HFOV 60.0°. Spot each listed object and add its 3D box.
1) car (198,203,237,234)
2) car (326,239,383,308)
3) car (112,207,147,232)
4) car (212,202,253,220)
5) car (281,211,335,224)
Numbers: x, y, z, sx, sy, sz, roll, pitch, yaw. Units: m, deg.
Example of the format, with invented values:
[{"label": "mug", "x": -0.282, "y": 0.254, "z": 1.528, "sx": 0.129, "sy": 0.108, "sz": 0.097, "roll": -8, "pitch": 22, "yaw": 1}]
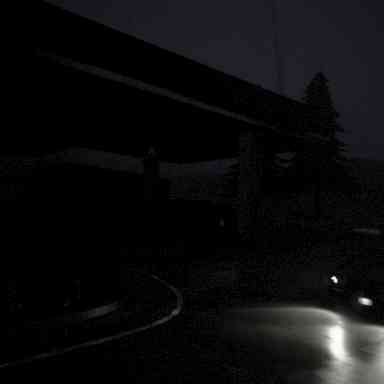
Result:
[{"label": "car", "x": 2.134, "y": 1.849, "z": 23.478, "sx": 1.905, "sy": 1.878, "sz": 3.866, "roll": 2, "pitch": -1, "yaw": -37}, {"label": "car", "x": 5.487, "y": 1.824, "z": 8.200, "sx": 5.357, "sy": 1.411, "sz": 2.033, "roll": 2, "pitch": -3, "yaw": -38}, {"label": "car", "x": -5.000, "y": 1.880, "z": 23.510, "sx": 2.242, "sy": 1.667, "sz": 4.611, "roll": 2, "pitch": -1, "yaw": -37}, {"label": "car", "x": 4.657, "y": 2.151, "z": 38.413, "sx": 2.097, "sy": 1.767, "sz": 4.553, "roll": 2, "pitch": -1, "yaw": -37}, {"label": "car", "x": 10.594, "y": 2.399, "z": 30.400, "sx": 1.895, "sy": 1.301, "sz": 4.718, "roll": 2, "pitch": -1, "yaw": -37}]
